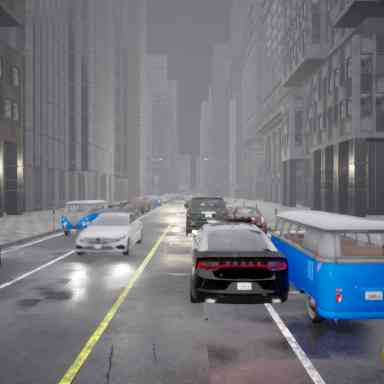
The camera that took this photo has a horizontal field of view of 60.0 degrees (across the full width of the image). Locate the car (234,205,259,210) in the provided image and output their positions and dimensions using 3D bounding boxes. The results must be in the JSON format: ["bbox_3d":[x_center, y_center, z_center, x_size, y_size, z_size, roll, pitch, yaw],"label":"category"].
[{"bbox_3d":[2.783,1.441,18.177,1.967,1.590,4.097,0,0,0],"label":"car"}]

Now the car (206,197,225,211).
[{"bbox_3d":[2.812,1.442,40.722,1.967,1.590,4.097,0,0,0],"label":"car"}]

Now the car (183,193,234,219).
[{"bbox_3d":[0.756,1.216,18.245,2.150,2.045,5.566,0,0,0],"label":"car"}]

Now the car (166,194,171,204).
[{"bbox_3d":[-5.683,1.445,63.271,1.967,1.590,4.097,0,0,0],"label":"car"}]

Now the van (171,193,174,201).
[{"bbox_3d":[-5.668,1.348,74.544,1.690,1.788,3.998,0,0,0],"label":"van"}]

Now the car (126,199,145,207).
[{"bbox_3d":[-5.727,1.567,29.450,1.947,1.339,4.313,0,0,0],"label":"car"}]

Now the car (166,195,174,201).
[{"bbox_3d":[-5.653,1.561,85.817,2.008,1.369,4.403,0,0,0],"label":"car"}]

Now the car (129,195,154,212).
[{"bbox_3d":[-5.721,1.317,35.087,2.192,1.841,5.009,0,0,0],"label":"car"}]

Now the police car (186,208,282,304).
[{"bbox_3d":[0.910,1.425,8.332,1.930,1.638,5.238,0,0,0],"label":"police car"}]

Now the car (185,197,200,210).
[{"bbox_3d":[0.095,1.508,45.055,1.837,1.490,4.892,0,0,1],"label":"car"}]

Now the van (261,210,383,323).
[{"bbox_3d":[2.767,1.341,6.904,1.690,1.788,3.998,0,0,0],"label":"van"}]

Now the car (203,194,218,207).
[{"bbox_3d":[2.827,1.319,51.995,2.192,1.841,5.009,0,0,0],"label":"car"}]

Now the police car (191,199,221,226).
[{"bbox_3d":[0.931,1.426,24.332,1.930,1.638,5.238,0,0,0],"label":"police car"}]

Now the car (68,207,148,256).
[{"bbox_3d":[-3.084,1.526,13.249,1.812,1.442,4.674,0,0,0],"label":"car"}]

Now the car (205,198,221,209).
[{"bbox_3d":[2.820,1.569,46.359,1.947,1.339,4.313,0,0,0],"label":"car"}]

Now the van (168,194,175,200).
[{"bbox_3d":[-5.647,1.354,91.454,1.690,1.788,3.998,0,0,0],"label":"van"}]

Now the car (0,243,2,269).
[{"bbox_3d":[-5.757,1.566,6.903,1.947,1.339,4.313,0,0,0],"label":"car"}]

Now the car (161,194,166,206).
[{"bbox_3d":[-5.698,1.444,51.997,1.967,1.590,4.097,0,0,0],"label":"car"}]

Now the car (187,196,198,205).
[{"bbox_3d":[0.075,1.509,58.068,1.837,1.490,4.892,0,0,0],"label":"car"}]

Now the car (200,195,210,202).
[{"bbox_3d":[2.857,1.446,74.540,1.967,1.590,4.097,0,0,0],"label":"car"}]

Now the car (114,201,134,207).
[{"bbox_3d":[-5.735,1.567,23.813,1.947,1.339,4.313,0,0,0],"label":"car"}]

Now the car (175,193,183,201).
[{"bbox_3d":[-2.890,1.573,83.784,1.994,1.385,4.181,0,0,0],"label":"car"}]

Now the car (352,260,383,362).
[{"bbox_3d":[2.761,1.525,1.438,1.752,1.417,4.829,0,0,0],"label":"car"}]

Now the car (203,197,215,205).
[{"bbox_3d":[2.835,1.549,57.632,1.887,1.381,4.507,0,0,0],"label":"car"}]

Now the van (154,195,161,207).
[{"bbox_3d":[-5.706,1.344,46.361,1.690,1.788,3.998,0,0,0],"label":"van"}]

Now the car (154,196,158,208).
[{"bbox_3d":[-5.712,1.547,40.724,1.887,1.381,4.507,0,0,0],"label":"car"}]

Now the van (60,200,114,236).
[{"bbox_3d":[-5.743,1.342,18.177,1.690,1.788,3.998,0,0,0],"label":"van"}]

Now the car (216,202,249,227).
[{"bbox_3d":[2.791,1.526,23.984,1.752,1.417,4.829,0,0,0],"label":"car"}]

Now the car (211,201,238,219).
[{"bbox_3d":[2.798,1.552,29.450,2.008,1.369,4.403,0,0,0],"label":"car"}]
